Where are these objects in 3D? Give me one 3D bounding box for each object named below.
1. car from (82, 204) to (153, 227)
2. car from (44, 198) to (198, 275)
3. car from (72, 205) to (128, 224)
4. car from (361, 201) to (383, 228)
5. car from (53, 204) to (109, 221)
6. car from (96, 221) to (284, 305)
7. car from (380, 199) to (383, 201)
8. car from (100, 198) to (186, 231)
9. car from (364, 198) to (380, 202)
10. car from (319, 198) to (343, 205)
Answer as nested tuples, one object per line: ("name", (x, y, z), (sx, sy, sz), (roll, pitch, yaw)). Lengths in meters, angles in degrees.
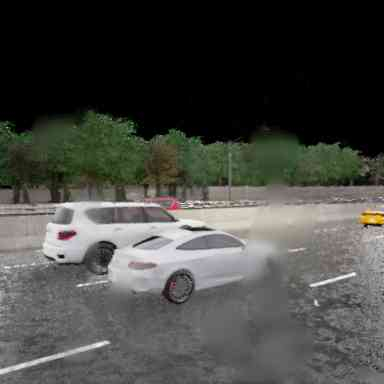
("car", (-5.713, 1.739, 25.800), (5.008, 1.535, 1.882), (0, -1, -36))
("car", (-1.881, 1.333, 11.045), (5.566, 2.045, 2.150), (0, -1, -36))
("car", (-7.879, 1.862, 28.552), (4.181, 1.385, 1.994), (0, -1, -36))
("car", (13.058, 1.593, 21.850), (5.008, 1.535, 1.882), (0, -1, -36))
("car", (-10.344, 1.860, 31.089), (4.674, 1.442, 1.812), (0, -1, -36))
("car", (0.281, 1.601, 8.285), (4.674, 1.442, 1.812), (0, -1, -36))
("car", (32.896, 1.743, 53.406), (4.902, 1.511, 2.128), (0, 0, -35))
("car", (-3.330, 1.446, 23.211), (5.566, 2.045, 2.150), (0, -1, -36))
("car", (30.742, 1.784, 56.161), (4.902, 1.511, 2.128), (0, 0, -35))
("car", (22.990, 1.828, 54.977), (4.902, 1.511, 2.128), (0, -1, -35))
